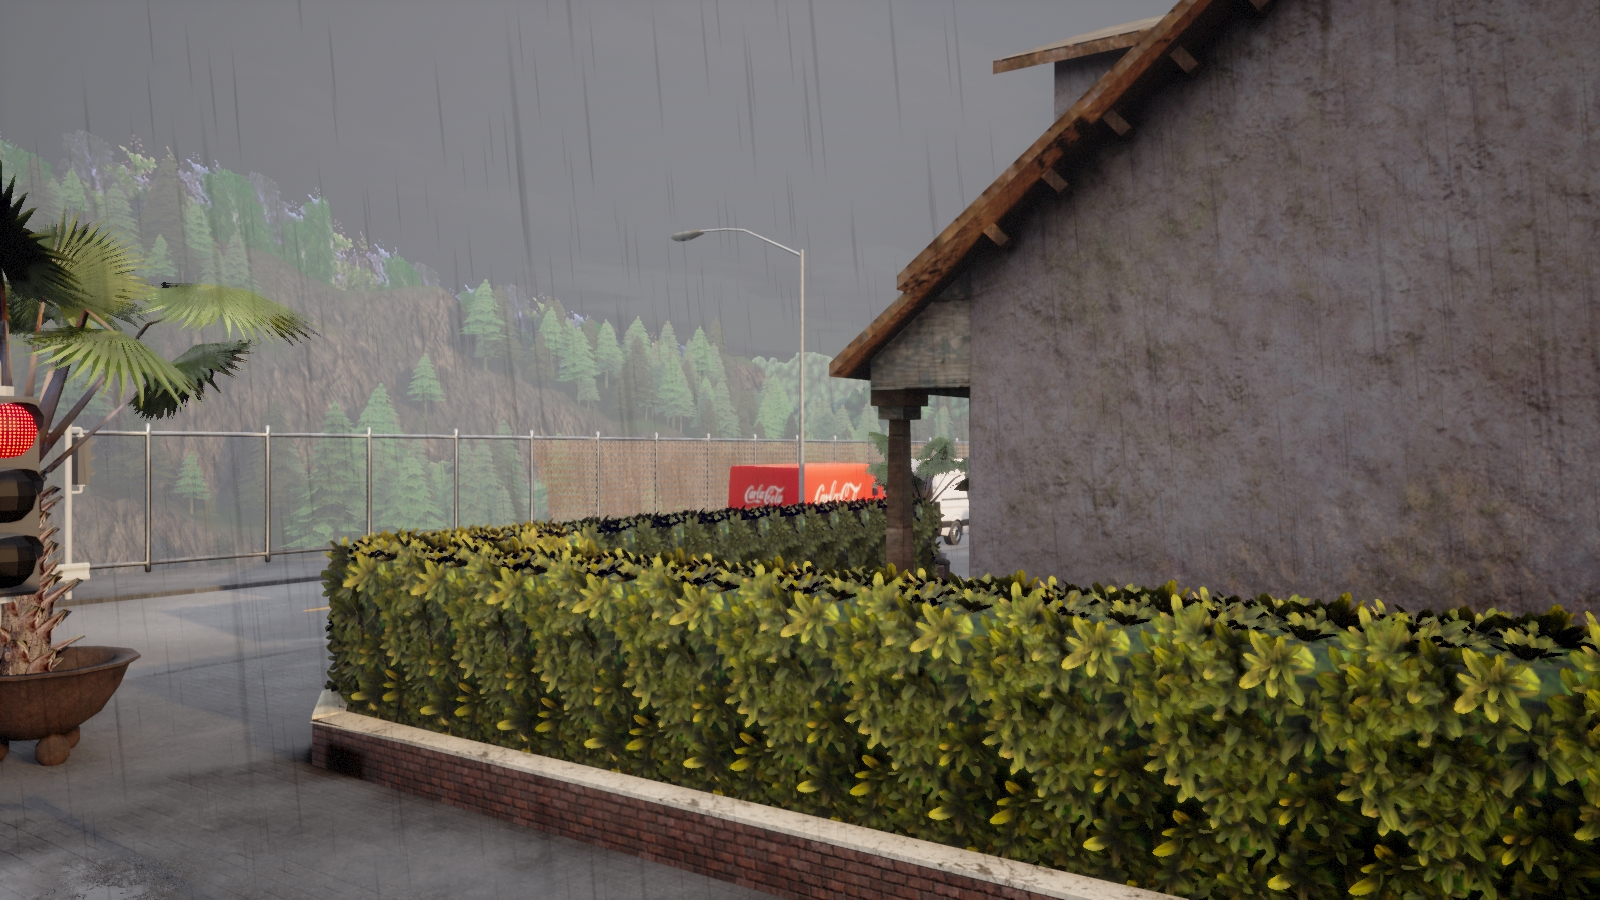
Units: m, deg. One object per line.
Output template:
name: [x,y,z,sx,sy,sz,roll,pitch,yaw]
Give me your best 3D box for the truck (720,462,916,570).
truck: [0.584,1.568,29.600,2.627,2.467,5.204,0,0,35]
